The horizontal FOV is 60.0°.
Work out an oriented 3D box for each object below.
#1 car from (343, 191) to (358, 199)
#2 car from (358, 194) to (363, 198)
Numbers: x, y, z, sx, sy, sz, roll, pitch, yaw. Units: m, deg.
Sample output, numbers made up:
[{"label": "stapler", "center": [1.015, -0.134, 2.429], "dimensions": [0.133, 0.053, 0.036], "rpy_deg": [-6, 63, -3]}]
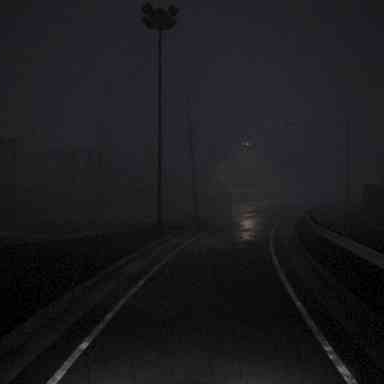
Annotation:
[{"label": "car", "center": [41.033, 1.228, 85.727], "dimensions": [1.812, 1.442, 4.674], "rpy_deg": [0, 0, 37]}, {"label": "car", "center": [43.828, 1.313, 83.621], "dimensions": [1.895, 1.301, 4.718], "rpy_deg": [0, 0, 37]}]
